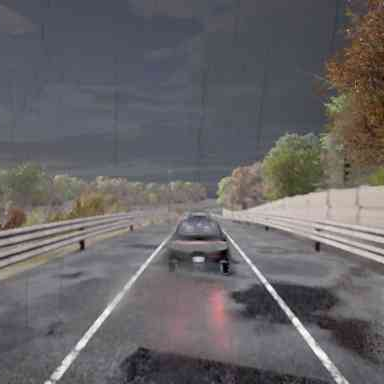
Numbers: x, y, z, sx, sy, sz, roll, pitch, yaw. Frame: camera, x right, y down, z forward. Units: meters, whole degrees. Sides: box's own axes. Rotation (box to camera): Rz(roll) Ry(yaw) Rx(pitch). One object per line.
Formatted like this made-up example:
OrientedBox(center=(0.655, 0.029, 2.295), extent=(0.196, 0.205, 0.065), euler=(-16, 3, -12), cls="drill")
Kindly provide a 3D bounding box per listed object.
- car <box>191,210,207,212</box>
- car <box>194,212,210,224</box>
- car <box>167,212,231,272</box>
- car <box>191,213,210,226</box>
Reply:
OrientedBox(center=(0.554, 2.201, 25.713), extent=(1.837, 1.490, 4.892), euler=(0, -3, 1), cls="car")
OrientedBox(center=(1.403, 3.476, 45.093), extent=(1.882, 1.535, 5.008), euler=(0, -4, 4), cls="car")
OrientedBox(center=(0.232, 1.659, 11.404), extent=(2.128, 1.511, 4.902), euler=(0, -1, 1), cls="car")
OrientedBox(center=(0.969, 2.854, 35.143), extent=(1.895, 1.301, 4.718), euler=(0, -4, 2), cls="car")
